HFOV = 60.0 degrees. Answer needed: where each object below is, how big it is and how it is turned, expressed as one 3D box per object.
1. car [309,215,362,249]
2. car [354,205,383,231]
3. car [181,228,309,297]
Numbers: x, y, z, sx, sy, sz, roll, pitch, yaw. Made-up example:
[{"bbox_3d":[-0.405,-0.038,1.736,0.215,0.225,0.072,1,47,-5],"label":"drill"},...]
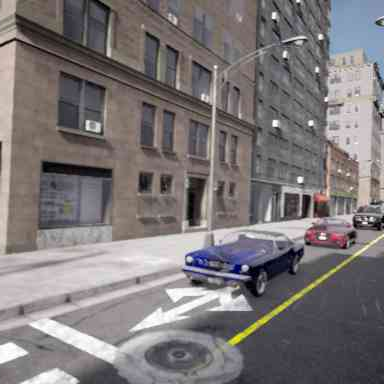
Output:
[{"bbox_3d":[7.383,2.083,17.556,1.994,1.385,4.181,2,-1,35],"label":"car"},{"bbox_3d":[15.777,2.223,29.465,2.150,2.045,5.566,2,0,35],"label":"car"},{"bbox_3d":[1.678,1.786,9.415,1.895,1.301,4.718,2,-1,32],"label":"car"}]
